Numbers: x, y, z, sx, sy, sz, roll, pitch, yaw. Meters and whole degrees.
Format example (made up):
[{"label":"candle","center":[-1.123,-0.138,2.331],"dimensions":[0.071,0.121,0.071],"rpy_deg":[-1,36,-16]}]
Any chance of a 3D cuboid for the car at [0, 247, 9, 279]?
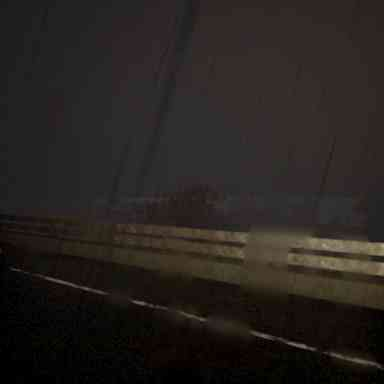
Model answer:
[{"label":"car","center":[-6.710,1.597,8.826],"dimensions":[4.181,1.385,1.994],"rpy_deg":[0,0,36]}]
